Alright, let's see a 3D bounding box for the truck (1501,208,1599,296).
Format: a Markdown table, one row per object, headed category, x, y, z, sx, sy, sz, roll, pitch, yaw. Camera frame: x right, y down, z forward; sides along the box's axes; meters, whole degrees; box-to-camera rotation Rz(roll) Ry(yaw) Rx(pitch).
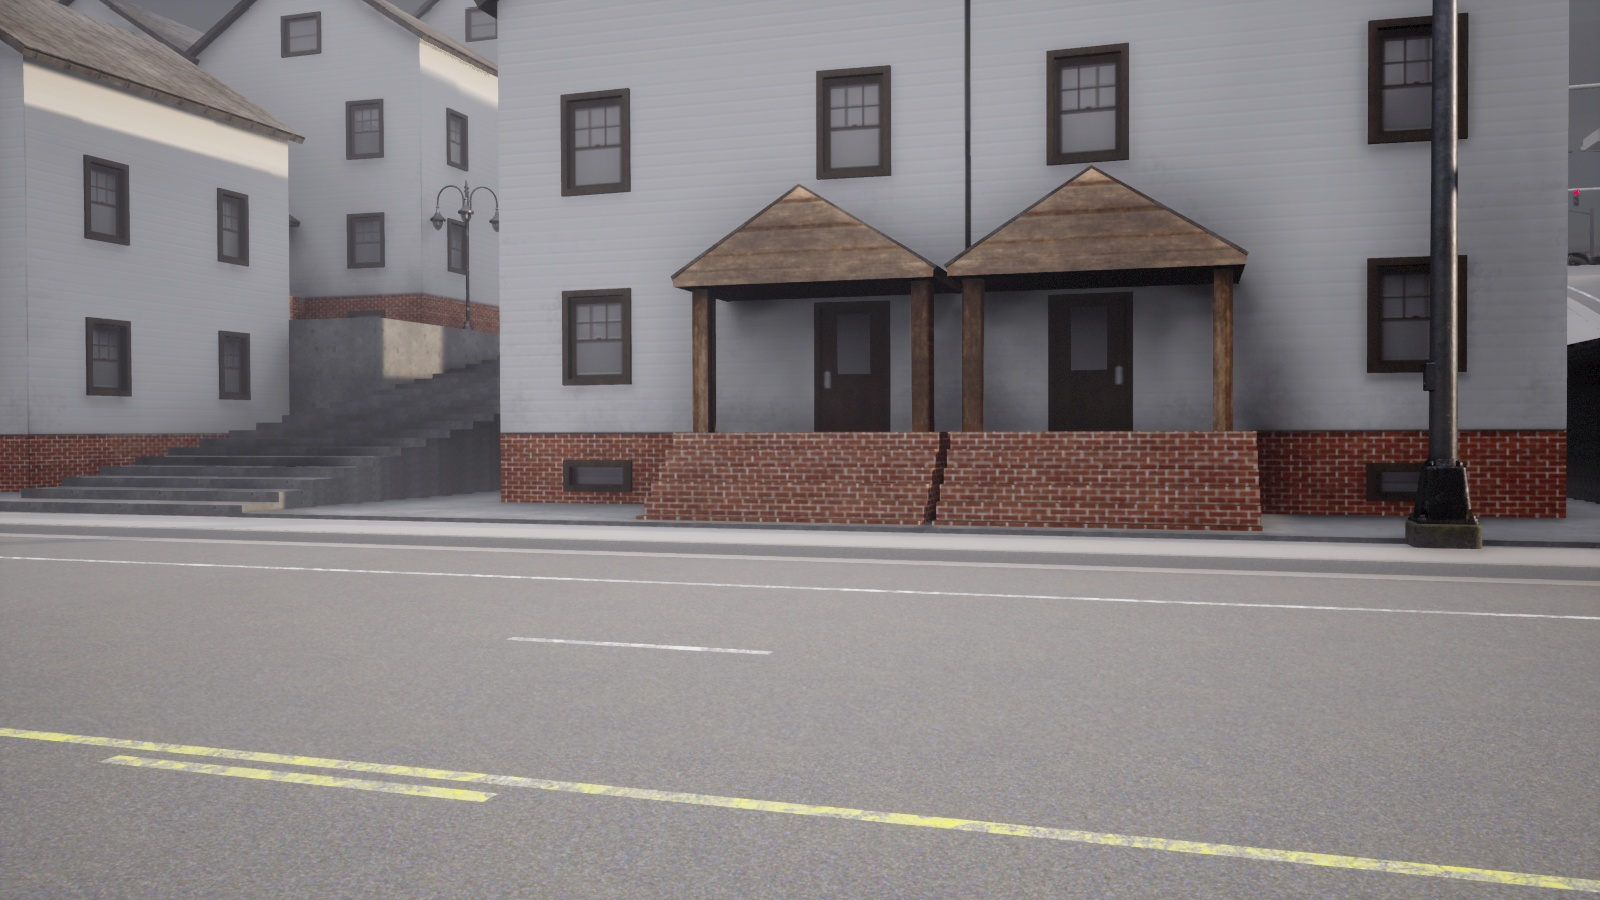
| category | x | y | z | sx | sy | sz | roll | pitch | yaw |
| --- | --- | --- | --- | --- | --- | --- | --- | --- | --- |
| truck | 36.425 | -8.977 | 56.680 | 7.936 | 3.462 | 2.891 | 0 | 1 | 18 |
